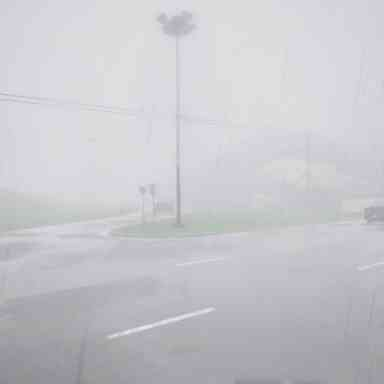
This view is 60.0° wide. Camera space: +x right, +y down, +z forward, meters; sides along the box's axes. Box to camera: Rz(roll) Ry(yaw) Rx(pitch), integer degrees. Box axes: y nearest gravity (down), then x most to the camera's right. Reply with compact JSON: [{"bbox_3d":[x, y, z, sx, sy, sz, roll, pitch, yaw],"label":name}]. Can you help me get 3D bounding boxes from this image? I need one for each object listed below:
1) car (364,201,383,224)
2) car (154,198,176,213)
[{"bbox_3d":[13.249,1.290,21.782,5.008,1.535,1.882,-1,0,-35],"label":"car"},{"bbox_3d":[-2.794,1.382,34.949,1.812,1.442,4.674,0,0,4],"label":"car"}]
